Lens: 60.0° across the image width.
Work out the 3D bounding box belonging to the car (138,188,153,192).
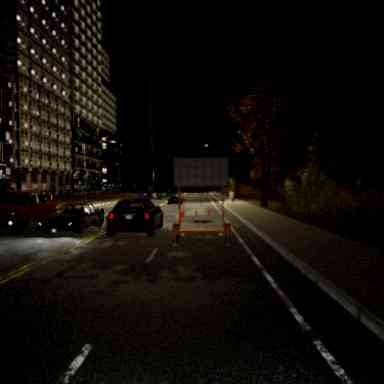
[{"bbox_3d":[-8.246,0.303,58.785,2.150,2.045,5.566,0,1,2],"label":"car"}]

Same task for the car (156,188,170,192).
[{"bbox_3d":[-5.001,0.277,58.736,2.150,2.045,5.566,0,1,2],"label":"car"}]

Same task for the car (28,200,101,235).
[{"bbox_3d":[-6.112,1.293,17.511,2.033,1.411,5.357,0,1,1],"label":"car"}]

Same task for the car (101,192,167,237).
[{"bbox_3d":[-2.688,1.089,16.565,2.097,1.767,4.553,0,1,1],"label":"car"}]

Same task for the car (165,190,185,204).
[{"bbox_3d":[-2.013,0.855,43.154,1.994,1.385,4.181,0,1,1],"label":"car"}]

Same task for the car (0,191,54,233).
[{"bbox_3d":[-9.347,0.980,18.125,2.150,2.045,5.566,0,1,2],"label":"car"}]

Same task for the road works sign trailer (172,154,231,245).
[{"bbox_3d":[0.393,0.223,14.023,2.380,3.560,2.880,0,1,1],"label":"road works sign trailer"}]
